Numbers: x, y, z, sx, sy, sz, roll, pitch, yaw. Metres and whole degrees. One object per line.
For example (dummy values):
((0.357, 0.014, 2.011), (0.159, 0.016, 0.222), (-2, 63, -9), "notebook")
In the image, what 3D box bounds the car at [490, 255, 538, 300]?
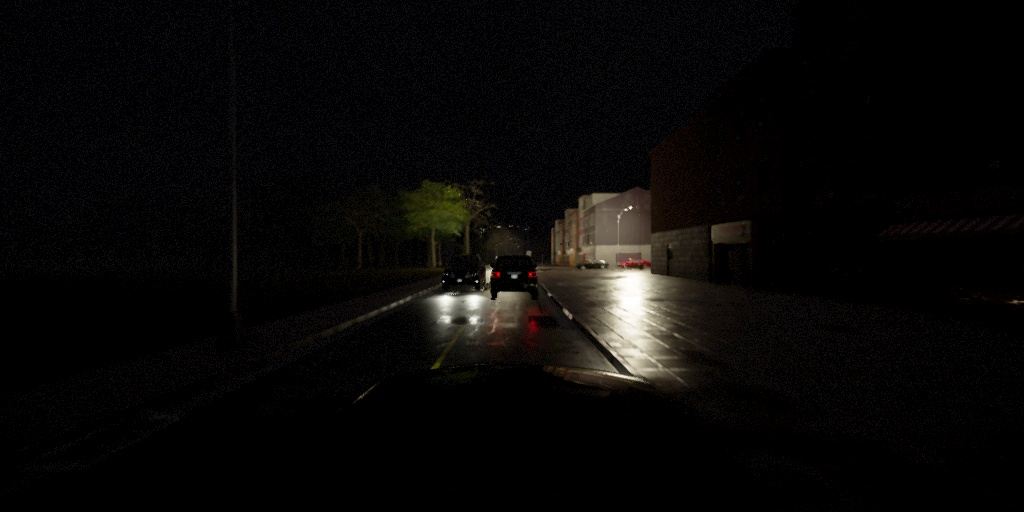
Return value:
((0.103, 0.967, 17.965), (2.150, 2.045, 5.566), (0, 0, 0), "car")

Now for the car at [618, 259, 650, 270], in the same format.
((15.987, 1.053, 46.831), (4.207, 1.307, 1.802), (0, 0, 0), "car")

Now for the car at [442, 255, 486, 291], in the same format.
((-2.829, 0.967, 22.189), (2.150, 2.045, 5.566), (0, 0, 0), "car")

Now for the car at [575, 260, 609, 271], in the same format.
((10.456, 1.141, 46.835), (4.403, 1.370, 2.007), (0, 0, 0), "car")
